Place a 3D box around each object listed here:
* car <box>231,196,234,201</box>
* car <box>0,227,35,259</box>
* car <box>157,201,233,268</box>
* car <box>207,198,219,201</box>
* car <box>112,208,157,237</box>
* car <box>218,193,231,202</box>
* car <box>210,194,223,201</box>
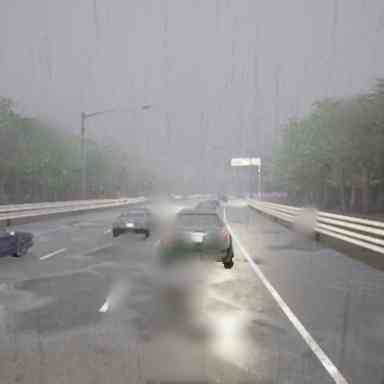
[{"bbox_3d":[10.080,1.581,88.337,1.895,1.301,4.718,0,0,13],"label":"car"},{"bbox_3d":[-6.742,1.542,9.725,2.033,1.411,5.357,0,0,2],"label":"car"},{"bbox_3d":[0.209,1.357,11.524,2.097,1.767,4.553,0,0,2],"label":"car"},{"bbox_3d":[1.401,1.581,32.235,1.994,1.385,4.181,0,0,5],"label":"car"},{"bbox_3d":[-2.910,1.568,18.102,1.994,1.385,4.181,0,0,3],"label":"car"},{"bbox_3d":[6.544,1.228,71.059,2.150,2.045,5.566,0,0,11],"label":"car"},{"bbox_3d":[3.251,1.495,49.738,1.882,1.535,5.008,0,0,7],"label":"car"}]
